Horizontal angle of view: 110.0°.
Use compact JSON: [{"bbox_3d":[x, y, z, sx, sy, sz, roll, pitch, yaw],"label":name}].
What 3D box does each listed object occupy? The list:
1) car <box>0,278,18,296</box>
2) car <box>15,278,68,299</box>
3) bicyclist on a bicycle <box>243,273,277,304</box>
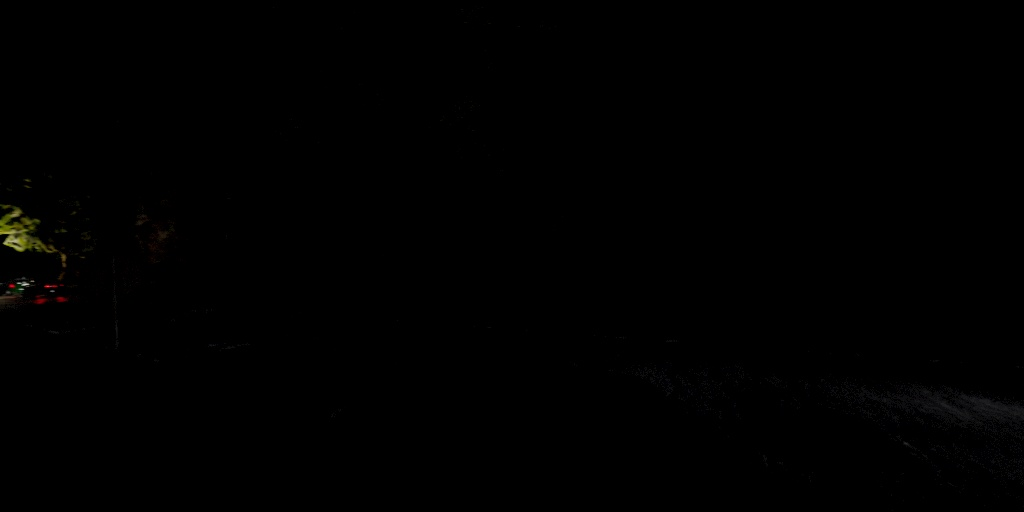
[{"bbox_3d":[-48.682,2.952,35.485,4.553,1.767,2.097,-2,0,27],"label":"car"},{"bbox_3d":[-39.726,2.757,30.494,4.902,1.511,2.128,-2,0,29],"label":"car"},{"bbox_3d":[-13.650,1.740,19.437,0.582,1.620,1.656,-2,0,29],"label":"bicyclist on a bicycle"}]
